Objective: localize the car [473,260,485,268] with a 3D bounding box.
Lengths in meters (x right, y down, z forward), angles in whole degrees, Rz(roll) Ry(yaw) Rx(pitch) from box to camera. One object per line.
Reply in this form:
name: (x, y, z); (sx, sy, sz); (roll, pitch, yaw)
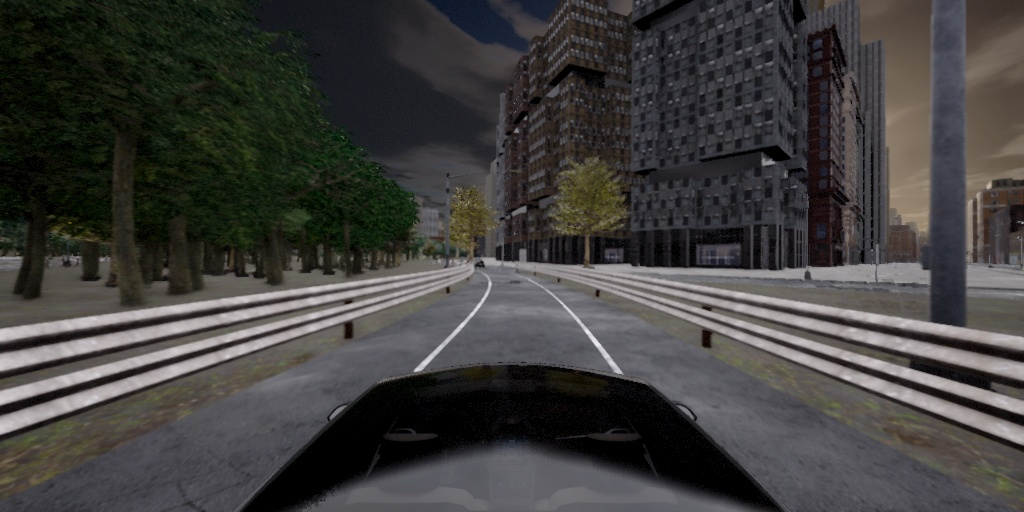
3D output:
car: (-6.030, 1.363, 62.855); (1.837, 1.490, 4.892); (0, 0, -17)
